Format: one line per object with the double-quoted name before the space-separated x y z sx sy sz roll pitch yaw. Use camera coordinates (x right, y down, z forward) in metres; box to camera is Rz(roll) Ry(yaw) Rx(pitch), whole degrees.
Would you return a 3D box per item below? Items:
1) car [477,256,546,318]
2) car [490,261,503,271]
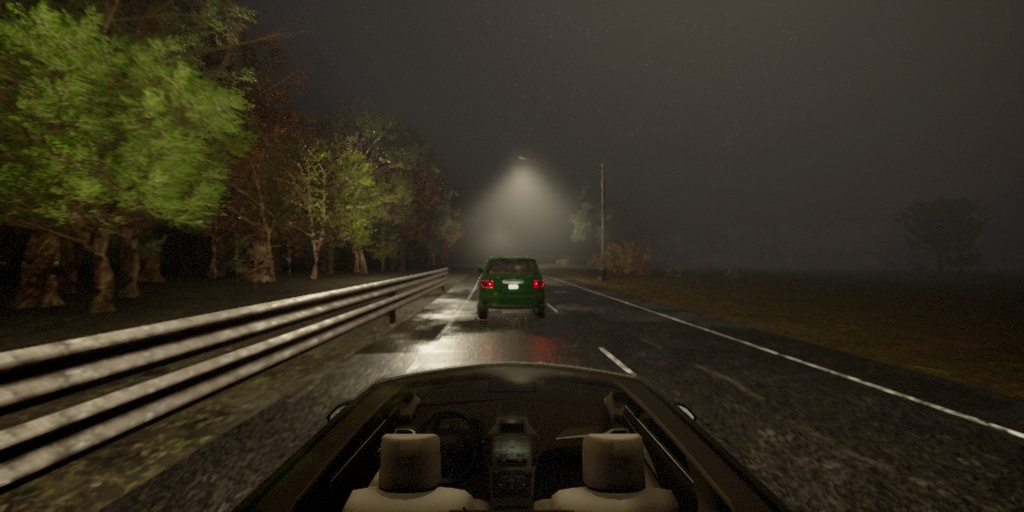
"car" -0.108 1.025 13.375 2.150 2.045 5.566 0 0 -3
"car" -2.577 1.556 57.527 1.994 1.385 4.181 0 0 -3
